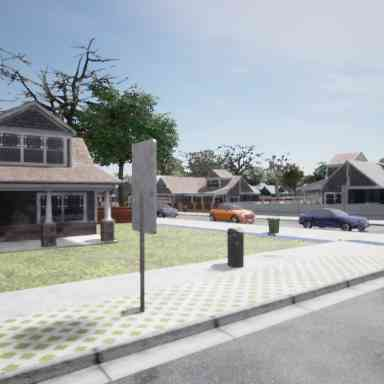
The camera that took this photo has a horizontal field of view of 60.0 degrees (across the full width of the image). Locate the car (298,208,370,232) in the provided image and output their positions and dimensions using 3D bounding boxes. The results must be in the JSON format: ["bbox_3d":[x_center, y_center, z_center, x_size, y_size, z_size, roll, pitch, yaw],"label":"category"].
[{"bbox_3d":[9.306,1.812,22.181,1.812,1.442,4.674,0,-1,-33],"label":"car"}]

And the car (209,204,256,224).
[{"bbox_3d":[3.620,1.895,30.153,2.097,1.767,4.553,0,-1,-36],"label":"car"}]

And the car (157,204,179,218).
[{"bbox_3d":[-3.569,2.198,39.851,2.097,1.767,4.553,0,-1,-38],"label":"car"}]
